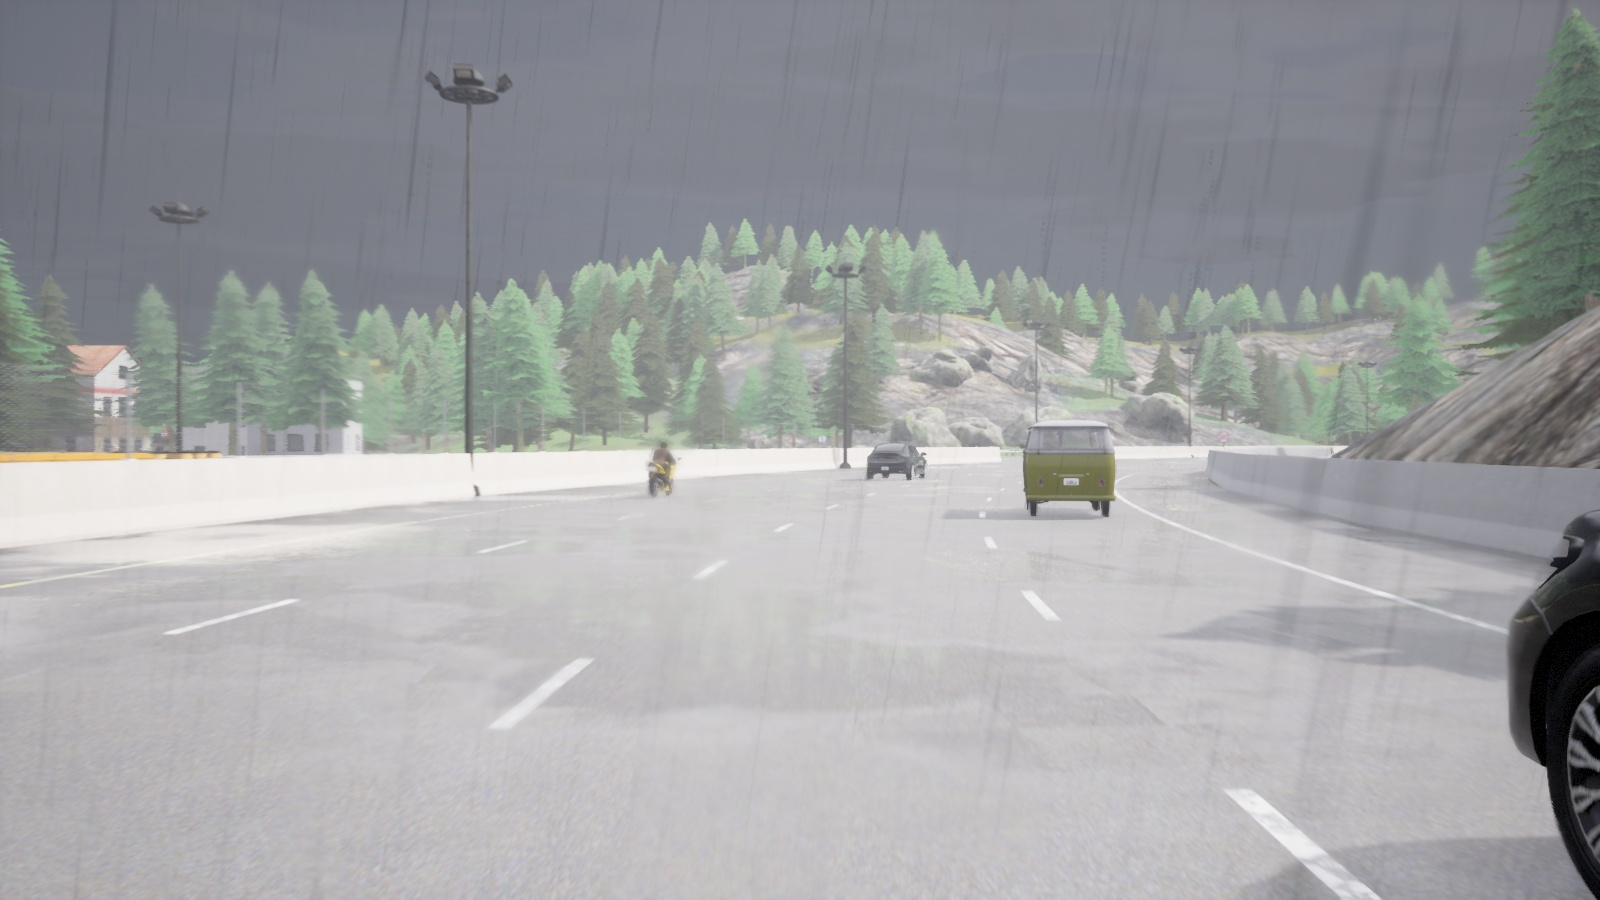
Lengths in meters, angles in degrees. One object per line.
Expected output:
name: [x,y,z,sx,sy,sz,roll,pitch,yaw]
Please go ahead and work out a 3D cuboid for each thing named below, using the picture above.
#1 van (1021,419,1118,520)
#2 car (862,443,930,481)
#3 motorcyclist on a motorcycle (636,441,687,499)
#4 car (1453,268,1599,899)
van: [5.722,0.364,27.052,1.775,1.987,4.442,0,0,9]
car: [4.015,0.474,51.648,1.837,1.490,4.892,0,0,16]
motorcyclist on a motorcycle: [-3.760,0.527,34.148,0.797,1.523,2.044,1,0,11]
car: [3.535,0.464,2.020,2.150,2.045,5.566,0,0,1]
